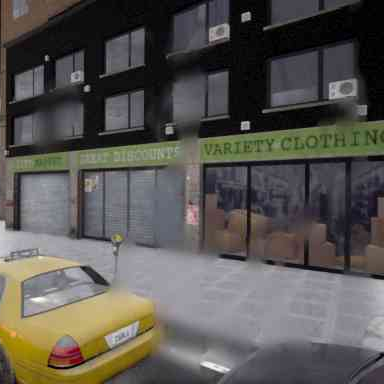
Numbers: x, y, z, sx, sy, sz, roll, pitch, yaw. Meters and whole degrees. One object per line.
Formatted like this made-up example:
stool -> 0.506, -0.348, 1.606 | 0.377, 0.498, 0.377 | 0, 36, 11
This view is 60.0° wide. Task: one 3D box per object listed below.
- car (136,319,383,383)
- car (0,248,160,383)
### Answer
car -> 2.046, 1.551, 1.625 | 4.403, 1.369, 2.008 | 0, 1, 36
car -> -2.635, 1.524, 4.973 | 4.829, 1.417, 1.752 | 0, 1, 36
